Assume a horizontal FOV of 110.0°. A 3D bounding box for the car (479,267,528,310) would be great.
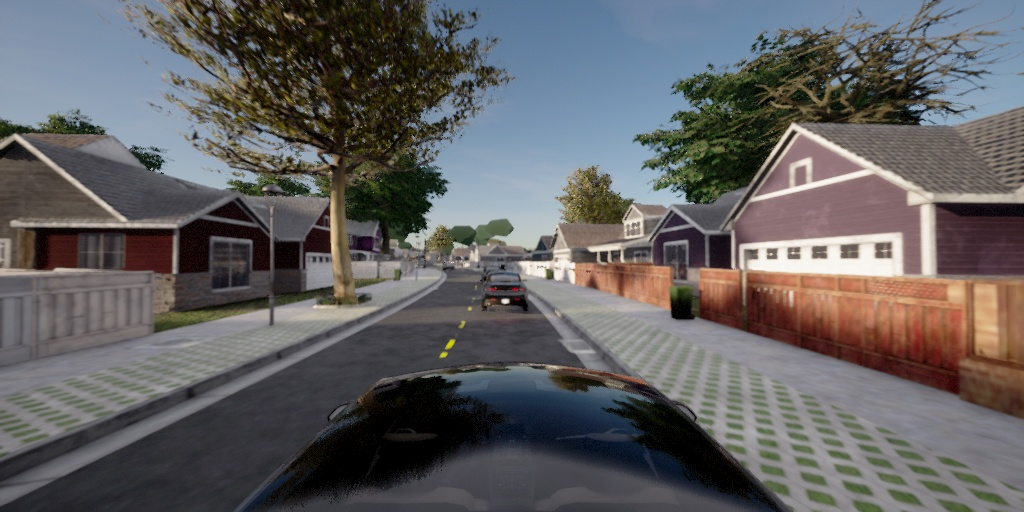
[{"bbox_3d":[-0.361,1.401,15.458,1.837,1.490,4.892,0,0,-3],"label":"car"}]
